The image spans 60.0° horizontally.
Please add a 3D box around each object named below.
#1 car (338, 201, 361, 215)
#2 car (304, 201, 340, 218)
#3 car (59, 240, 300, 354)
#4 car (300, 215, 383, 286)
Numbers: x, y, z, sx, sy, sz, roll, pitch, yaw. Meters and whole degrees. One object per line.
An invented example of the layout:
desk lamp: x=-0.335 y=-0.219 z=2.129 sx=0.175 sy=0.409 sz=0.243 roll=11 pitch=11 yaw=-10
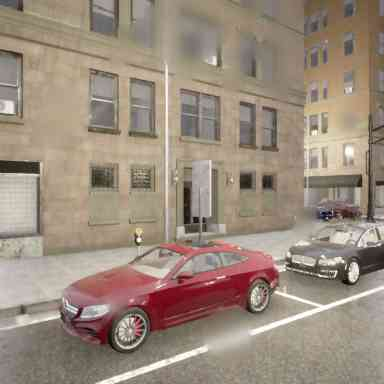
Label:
car: x=11.010 y=1.443 z=26.676 sx=1.812 sy=1.442 sz=4.674 roll=0 pitch=0 yaw=-38
car: x=8.246 y=1.516 z=25.155 sx=1.895 sy=1.301 sz=4.718 roll=0 pitch=0 yaw=-35
car: x=-0.172 y=1.582 z=6.055 sx=4.206 sy=1.307 sz=1.802 roll=0 pitch=0 yaw=-35
car: x=4.462 y=1.550 z=9.343 sx=4.403 sy=1.369 sz=2.008 roll=0 pitch=0 yaw=-35
